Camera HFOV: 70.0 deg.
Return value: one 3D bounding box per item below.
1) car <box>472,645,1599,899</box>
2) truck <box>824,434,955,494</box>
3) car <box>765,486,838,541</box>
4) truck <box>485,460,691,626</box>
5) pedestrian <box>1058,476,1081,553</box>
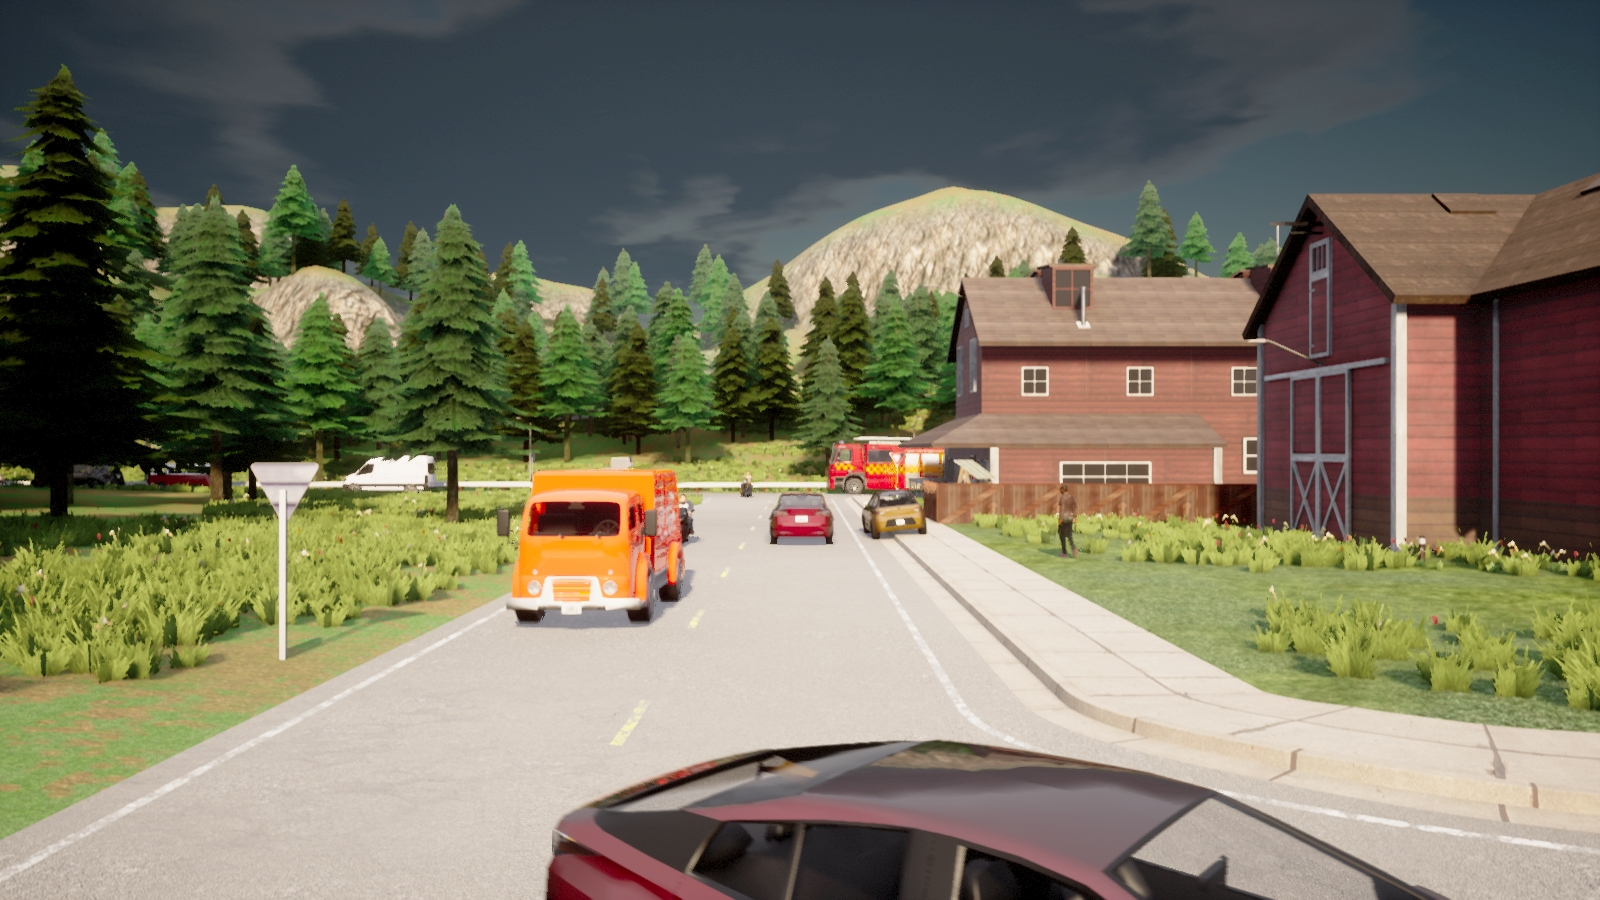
[{"bbox_3d":[1.032,1.859,4.164,4.514,1.525,2.007,0,1,38],"label":"car"},{"bbox_3d":[5.874,0.929,76.224,8.468,3.827,2.891,0,0,0],"label":"truck"},{"bbox_3d":[0.052,1.943,36.092,2.163,1.488,4.792,0,0,0],"label":"car"},{"bbox_3d":[-3.470,1.433,19.966,2.627,2.467,5.204,0,0,0],"label":"truck"},{"bbox_3d":[6.586,1.567,27.926,0.375,1.860,0.375,0,0,-33],"label":"pedestrian"}]
